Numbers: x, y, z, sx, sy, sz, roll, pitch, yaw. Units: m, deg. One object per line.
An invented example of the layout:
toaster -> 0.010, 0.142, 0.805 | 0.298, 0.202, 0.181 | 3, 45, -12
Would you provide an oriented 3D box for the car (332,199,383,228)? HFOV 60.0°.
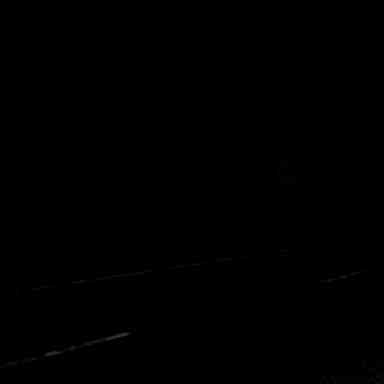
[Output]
car -> 12.009, 1.374, 22.564 | 2.097, 1.767, 4.553 | 0, 0, -32
